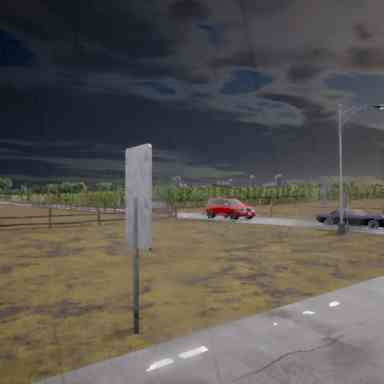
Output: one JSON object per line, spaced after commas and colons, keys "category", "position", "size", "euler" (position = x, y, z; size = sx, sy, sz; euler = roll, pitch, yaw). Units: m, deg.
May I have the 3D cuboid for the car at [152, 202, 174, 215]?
{"category": "car", "position": [-4.292, 2.036, 43.358], "size": [2.097, 1.767, 4.553], "euler": [0, -1, -36]}

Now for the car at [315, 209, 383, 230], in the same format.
{"category": "car", "position": [11.012, 1.787, 22.560], "size": [1.895, 1.301, 4.718], "euler": [0, -1, -40]}

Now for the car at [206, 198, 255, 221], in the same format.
{"category": "car", "position": [3.617, 1.639, 32.376], "size": [2.150, 2.045, 5.566], "euler": [0, 0, -35]}
